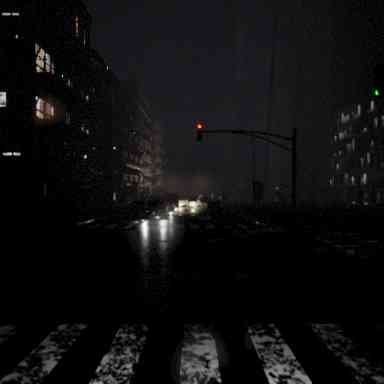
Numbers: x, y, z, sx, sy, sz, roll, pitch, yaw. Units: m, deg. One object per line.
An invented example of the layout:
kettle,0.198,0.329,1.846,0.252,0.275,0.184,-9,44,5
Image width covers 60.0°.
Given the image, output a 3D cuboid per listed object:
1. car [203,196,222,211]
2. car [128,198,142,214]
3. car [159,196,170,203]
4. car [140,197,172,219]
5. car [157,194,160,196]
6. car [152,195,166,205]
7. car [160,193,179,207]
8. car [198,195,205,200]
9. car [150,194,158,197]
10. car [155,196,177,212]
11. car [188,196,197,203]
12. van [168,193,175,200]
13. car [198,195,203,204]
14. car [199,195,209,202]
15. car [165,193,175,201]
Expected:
car,2.664,1.520,41.042,1.887,1.381,4.507,-1,0,0
car,-5.685,1.523,35.339,1.887,1.381,4.507,-1,0,0
car,-5.670,1.550,69.233,1.802,1.307,4.206,-1,0,0
car,-3.086,1.486,29.308,1.837,1.490,4.892,0,0,0
car,-5.681,1.287,52.287,2.192,1.841,5.009,-1,0,0
car,-5.677,1.410,57.935,1.967,1.590,4.097,-1,0,0
car,-3.068,1.194,49.409,2.150,2.045,5.566,0,0,0
car,2.686,1.490,92.053,1.752,1.417,4.829,-1,0,0
car,-5.684,1.416,40.988,1.967,1.590,4.097,-1,0,0
car,-3.078,1.502,39.062,1.812,1.442,4.674,0,0,0
car,0.134,1.515,69.761,2.033,1.411,5.357,0,0,0
van,-5.663,1.305,91.828,1.690,1.788,3.998,-1,0,0
car,2.674,1.520,63.638,2.008,1.369,4.403,-1,0,0
car,2.680,1.511,74.936,1.887,1.381,4.507,-1,0,0
car,-5.666,1.280,86.180,2.192,1.841,5.009,-1,0,0
